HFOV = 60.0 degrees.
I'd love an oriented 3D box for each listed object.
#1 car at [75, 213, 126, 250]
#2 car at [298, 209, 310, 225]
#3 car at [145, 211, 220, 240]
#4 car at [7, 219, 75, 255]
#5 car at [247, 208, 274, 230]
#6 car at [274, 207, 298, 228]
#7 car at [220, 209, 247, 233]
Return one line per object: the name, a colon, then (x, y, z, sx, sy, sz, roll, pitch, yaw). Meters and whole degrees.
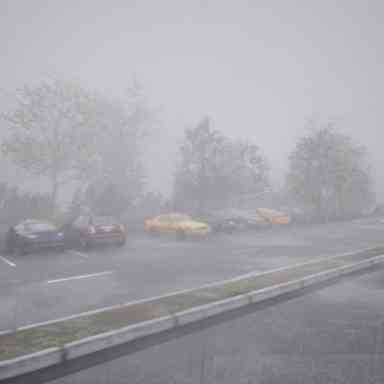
car: (-5.365, 1.907, 17.682, 2.185, 1.767, 4.553, 0, -2, -39)
car: (7.513, 2.027, 28.033, 2.231, 1.521, 4.892, 0, -1, -39)
car: (-0.972, 2.034, 21.001, 1.946, 1.575, 5.366, 0, -2, -39)
car: (-7.535, 2.060, 15.973, 2.002, 1.452, 4.674, 0, -2, -39)
car: (3.207, 2.040, 24.597, 2.231, 1.521, 4.892, 0, -2, -39)
car: (5.363, 2.034, 26.310, 2.097, 1.535, 5.008, 0, -2, -39)
car: (1.048, 2.075, 22.894, 2.163, 1.488, 4.792, 0, -2, -39)
